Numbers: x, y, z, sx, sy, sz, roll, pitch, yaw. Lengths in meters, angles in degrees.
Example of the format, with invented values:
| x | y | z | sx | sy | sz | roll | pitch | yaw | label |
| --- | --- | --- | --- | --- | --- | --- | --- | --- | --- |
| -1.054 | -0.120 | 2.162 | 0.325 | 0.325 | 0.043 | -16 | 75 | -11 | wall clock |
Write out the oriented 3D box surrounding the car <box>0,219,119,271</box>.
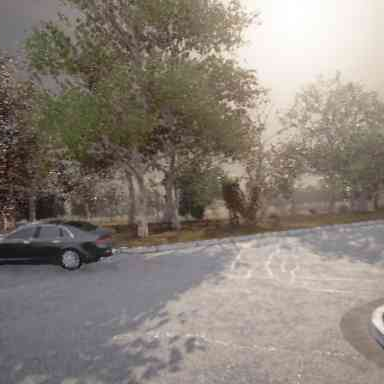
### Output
| x | y | z | sx | sy | sz | roll | pitch | yaw | label |
| --- | --- | --- | --- | --- | --- | --- | --- | --- | --- |
| -4.930 | 1.702 | 11.170 | 4.892 | 1.490 | 1.837 | -1 | 3 | 9 | car |
